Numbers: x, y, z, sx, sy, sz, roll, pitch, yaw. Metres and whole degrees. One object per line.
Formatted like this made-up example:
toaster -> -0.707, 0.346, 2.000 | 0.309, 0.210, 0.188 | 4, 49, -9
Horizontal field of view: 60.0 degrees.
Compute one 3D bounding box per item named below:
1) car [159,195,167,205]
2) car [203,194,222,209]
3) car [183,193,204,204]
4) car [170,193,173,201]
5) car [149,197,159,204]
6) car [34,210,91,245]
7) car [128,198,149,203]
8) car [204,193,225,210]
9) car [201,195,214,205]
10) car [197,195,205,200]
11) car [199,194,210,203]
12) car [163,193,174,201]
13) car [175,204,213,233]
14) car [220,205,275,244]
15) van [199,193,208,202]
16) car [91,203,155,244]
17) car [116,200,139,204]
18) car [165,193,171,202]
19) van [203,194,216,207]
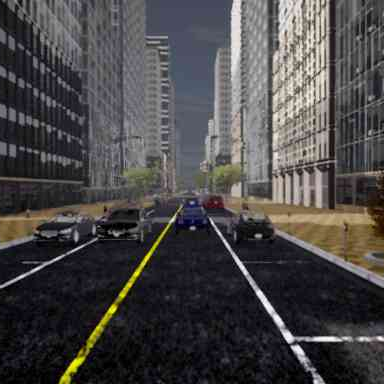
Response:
car -> -5.811, 1.495, 55.264 | 1.947, 1.339, 4.313 | -1, 0, 0
car -> 2.590, 1.238, 43.914 | 2.192, 1.841, 5.009 | -1, 0, 0
car -> 0.014, 1.292, 38.233 | 2.097, 1.767, 4.553 | 0, 0, 0
car -> -5.857, 1.329, 77.999 | 1.967, 1.590, 4.097 | -1, 0, 0
car -> -5.787, 1.473, 43.727 | 1.752, 1.417, 4.829 | -1, 0, 0
car -> -5.731, 1.544, 15.478 | 2.008, 1.369, 4.403 | -1, 0, 0
car -> -5.766, 1.406, 32.529 | 1.967, 1.590, 4.097 | -1, 0, 0
car -> 2.601, 1.247, 38.230 | 2.192, 1.841, 5.009 | -1, 0, 0
car -> 2.569, 1.344, 55.281 | 1.967, 1.590, 4.097 | -1, 0, 0
car -> 2.502, 1.395, 89.383 | 2.008, 1.369, 4.403 | -1, 0, 0
car -> 2.545, 1.325, 66.648 | 1.967, 1.590, 4.097 | -1, 0, 0
car -> -5.870, 1.194, 83.682 | 2.192, 1.841, 5.009 | -1, 0, 0
car -> 0.046, 1.571, 19.298 | 1.895, 1.301, 4.718 | 0, 0, 0
car -> 2.650, 1.519, 15.495 | 2.008, 1.369, 4.403 | -1, 0, 0
van -> 2.533, 1.216, 72.331 | 1.690, 1.788, 3.998 | -1, 0, 0
car -> -3.033, 1.489, 15.771 | 1.837, 1.490, 4.892 | 0, 0, 0
car -> -5.753, 1.557, 26.846 | 1.802, 1.307, 4.206 | -1, 0, 0
car -> -5.833, 1.460, 66.632 | 2.008, 1.369, 4.403 | -1, 0, 0
van -> 2.579, 1.255, 49.597 | 1.690, 1.788, 3.998 | -1, 0, 0
